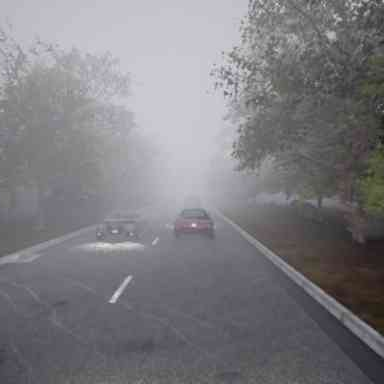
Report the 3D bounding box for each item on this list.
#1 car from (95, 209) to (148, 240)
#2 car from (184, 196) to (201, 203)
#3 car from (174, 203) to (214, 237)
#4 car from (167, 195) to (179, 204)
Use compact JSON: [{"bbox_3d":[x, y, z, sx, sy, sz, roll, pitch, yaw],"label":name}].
[{"bbox_3d":[-3.361,1.527,16.547,1.994,1.385,4.181,0,0,0],"label":"car"},{"bbox_3d":[0.068,1.241,42.012,2.097,1.767,4.553,0,0,0],"label":"car"},{"bbox_3d":[0.086,1.524,17.763,1.994,1.385,4.181,0,0,0],"label":"car"},{"bbox_3d":[-3.329,1.332,59.303,1.837,1.490,4.892,0,0,1],"label":"car"}]
